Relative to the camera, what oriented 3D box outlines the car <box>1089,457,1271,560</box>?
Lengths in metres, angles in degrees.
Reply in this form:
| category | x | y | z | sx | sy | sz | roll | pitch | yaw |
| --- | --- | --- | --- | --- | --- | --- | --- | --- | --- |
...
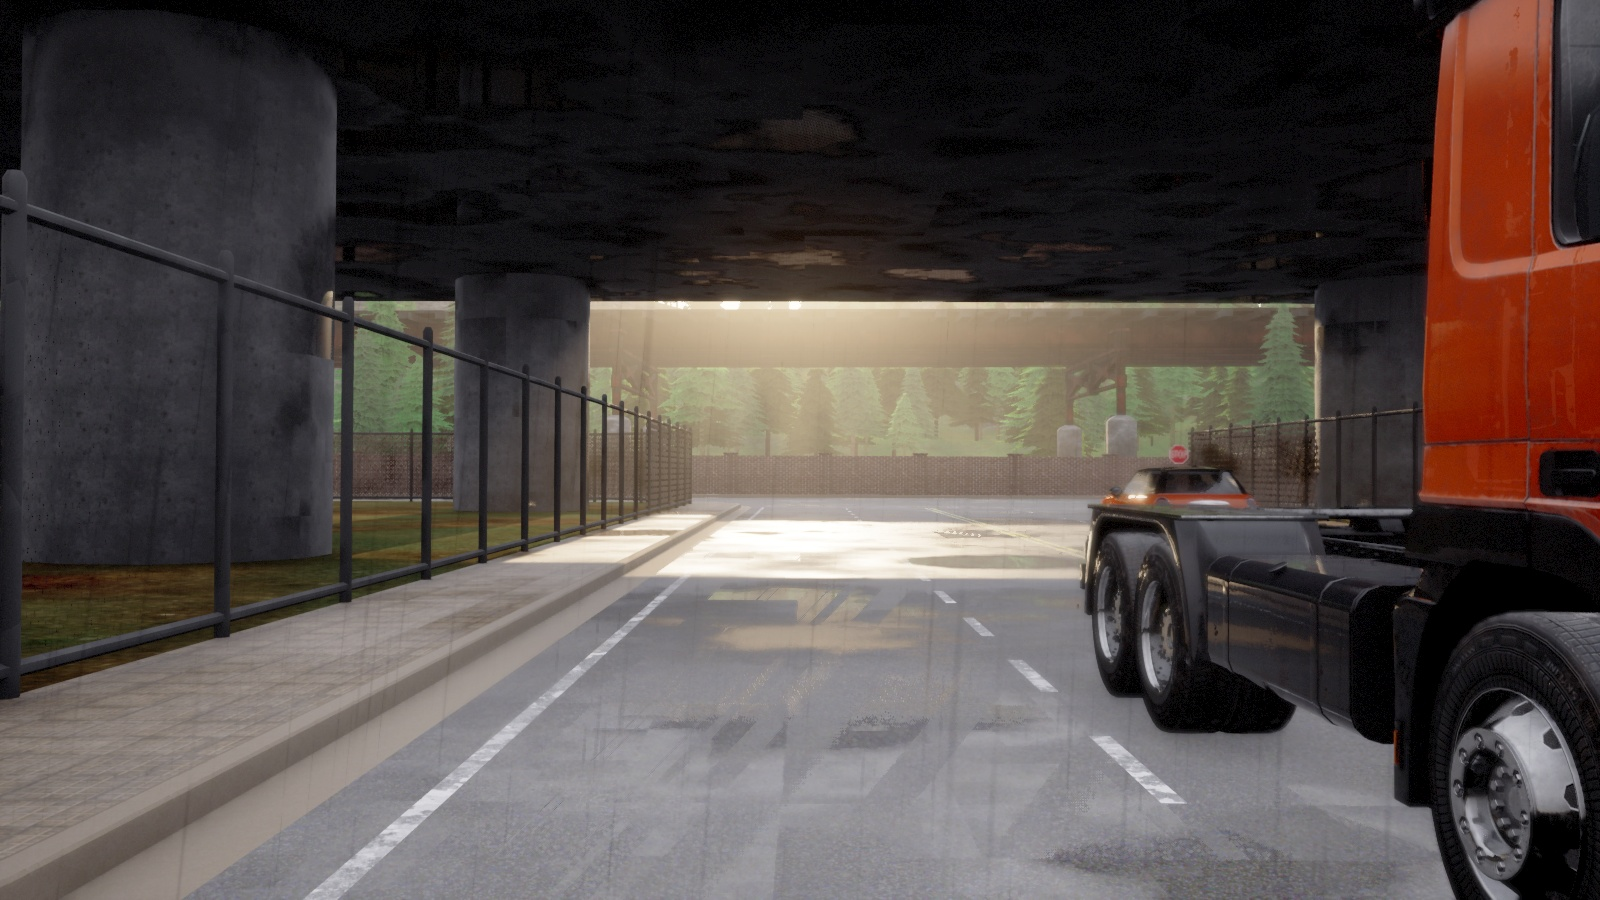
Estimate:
| category | x | y | z | sx | sy | sz | roll | pitch | yaw |
| --- | --- | --- | --- | --- | --- | --- | --- | --- | --- |
| car | 7.096 | 1.047 | 24.001 | 2.097 | 1.767 | 4.553 | 0 | -1 | 0 |

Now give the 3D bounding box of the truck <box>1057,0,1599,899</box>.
| category | x | y | z | sx | sy | sz | roll | pitch | yaw |
| --- | --- | --- | --- | --- | --- | --- | --- | --- | --- |
| truck | 3.521 | -0.079 | 6.109 | 2.891 | 3.462 | 7.936 | 0 | -1 | 0 |
